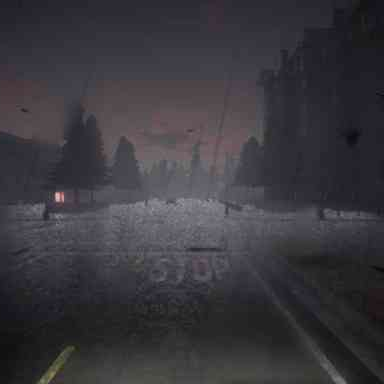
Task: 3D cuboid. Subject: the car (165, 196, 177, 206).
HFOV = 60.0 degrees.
[{"bbox_3d":[-3.500,1.470,56.912,2.033,1.411,5.357,0,0,0],"label":"car"}]
